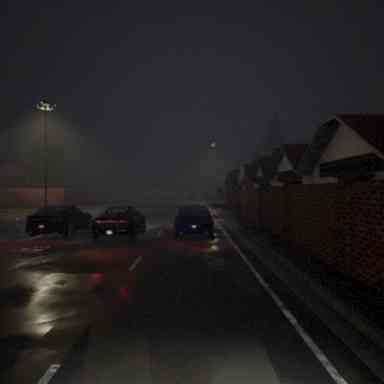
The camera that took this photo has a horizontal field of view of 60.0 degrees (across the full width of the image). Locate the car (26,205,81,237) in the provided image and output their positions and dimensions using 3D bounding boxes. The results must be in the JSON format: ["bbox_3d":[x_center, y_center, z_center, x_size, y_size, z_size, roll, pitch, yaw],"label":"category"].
[{"bbox_3d":[-6.903,1.428,17.728,1.882,1.535,5.008,0,0,0],"label":"car"}]

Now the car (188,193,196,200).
[{"bbox_3d":[0.009,1.299,78.333,2.128,1.511,4.902,0,0,0],"label":"car"}]

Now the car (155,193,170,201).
[{"bbox_3d":[-6.991,1.274,78.334,1.837,1.490,4.892,0,0,0],"label":"car"}]

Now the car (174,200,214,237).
[{"bbox_3d":[0.097,1.429,17.735,1.882,1.535,5.008,0,0,0],"label":"car"}]

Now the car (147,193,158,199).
[{"bbox_3d":[-10.490,1.129,88.753,2.128,1.511,4.902,0,0,0],"label":"car"}]

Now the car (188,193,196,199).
[{"bbox_3d":[0.010,1.105,88.751,1.837,1.490,4.892,0,0,0],"label":"car"}]

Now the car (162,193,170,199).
[{"bbox_3d":[-6.990,1.104,88.752,1.837,1.490,4.892,0,0,0],"label":"car"}]

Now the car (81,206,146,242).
[{"bbox_3d":[-3.405,1.447,16.148,2.128,1.511,4.902,0,0,0],"label":"car"}]

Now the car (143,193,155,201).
[{"bbox_3d":[-10.491,1.298,78.749,1.812,1.442,4.674,0,0,0],"label":"car"}]

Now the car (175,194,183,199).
[{"bbox_3d":[-3.490,1.144,88.752,2.033,1.411,5.357,0,0,0],"label":"car"}]

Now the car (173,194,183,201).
[{"bbox_3d":[-3.491,1.298,78.750,1.812,1.442,4.674,0,0,0],"label":"car"}]
